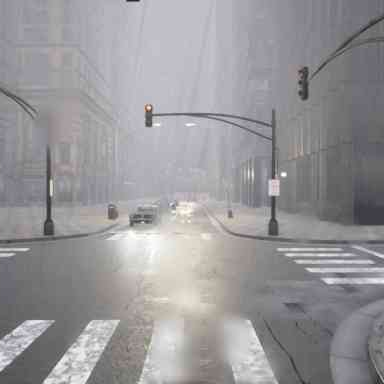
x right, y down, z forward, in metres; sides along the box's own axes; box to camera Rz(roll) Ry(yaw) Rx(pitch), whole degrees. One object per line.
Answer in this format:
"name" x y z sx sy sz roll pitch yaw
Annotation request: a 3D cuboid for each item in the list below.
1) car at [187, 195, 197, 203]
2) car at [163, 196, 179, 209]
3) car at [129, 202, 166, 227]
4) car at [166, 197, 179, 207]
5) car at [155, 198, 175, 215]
"car" 0.068 1.366 69.674 2.097 1.767 4.553 0 0 0
"car" -3.115 1.354 43.146 2.097 1.767 4.553 0 0 0
"car" -3.110 1.601 23.201 1.895 1.301 4.718 0 0 0
"car" -3.076 1.531 53.187 1.812 1.442 4.674 0 0 0
"car" -3.108 1.564 33.144 1.994 1.385 4.181 0 0 0
